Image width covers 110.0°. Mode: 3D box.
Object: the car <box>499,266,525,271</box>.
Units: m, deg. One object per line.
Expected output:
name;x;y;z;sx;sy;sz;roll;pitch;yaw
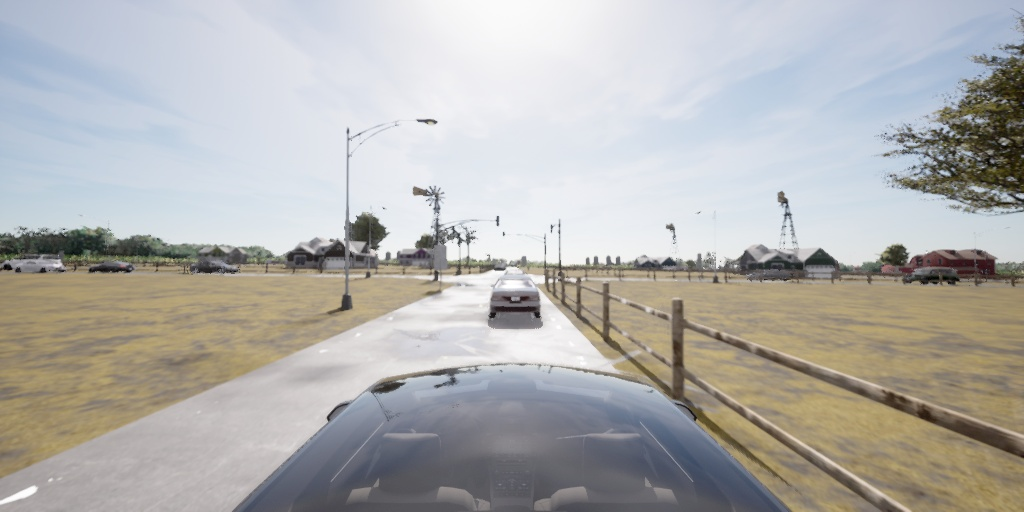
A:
car;0.337;1.749;29.188;1.895;1.301;4.718;0;-1;4

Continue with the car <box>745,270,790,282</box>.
car;31.943;2.440;44.904;4.902;1.511;2.128;1;-2;0

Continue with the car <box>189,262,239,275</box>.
car;-34.344;1.399;41.431;4.892;1.490;1.837;1;-2;0

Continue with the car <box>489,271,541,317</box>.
car;0.111;1.465;14.058;2.033;1.411;5.357;0;-1;0
